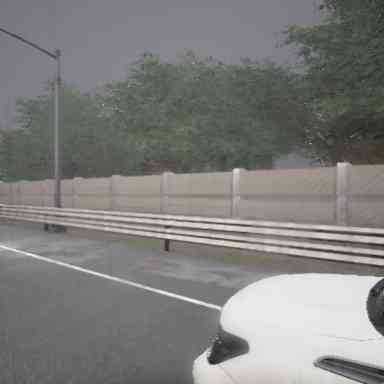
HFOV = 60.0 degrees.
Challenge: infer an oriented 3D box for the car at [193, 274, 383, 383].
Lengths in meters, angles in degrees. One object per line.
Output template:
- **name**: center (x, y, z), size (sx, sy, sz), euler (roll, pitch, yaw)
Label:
- **car**: center (2.669, 1.221, 1.964), size (5.566, 2.045, 2.150), euler (0, 0, 36)
